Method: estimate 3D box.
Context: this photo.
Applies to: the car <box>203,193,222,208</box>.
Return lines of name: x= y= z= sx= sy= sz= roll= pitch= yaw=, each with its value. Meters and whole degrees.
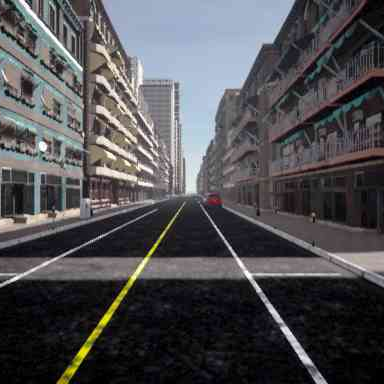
car: x=3.107 y=1.219 z=48.510 sx=2.150 sy=2.045 sz=5.566 roll=0 pitch=0 yaw=0

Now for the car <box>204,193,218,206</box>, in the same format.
car: x=3.106 y=1.224 z=55.510 sx=2.150 sy=2.045 sz=5.566 roll=0 pitch=0 yaw=0
